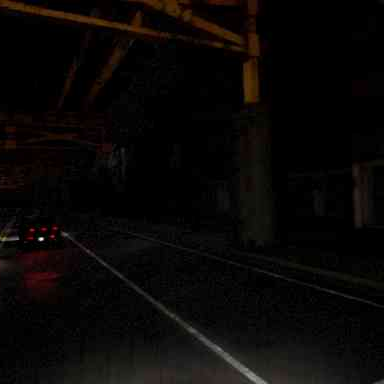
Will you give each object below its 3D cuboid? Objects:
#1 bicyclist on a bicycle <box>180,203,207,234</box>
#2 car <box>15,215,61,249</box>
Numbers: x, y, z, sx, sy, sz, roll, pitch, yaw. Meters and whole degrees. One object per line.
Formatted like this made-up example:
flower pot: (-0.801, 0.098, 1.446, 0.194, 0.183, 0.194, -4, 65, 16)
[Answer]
bicyclist on a bicycle: (0.066, 1.389, 17.523, 1.656, 1.620, 0.582, -3, 0, -27)
car: (-7.999, 1.953, 17.349, 1.837, 1.490, 4.892, -2, 0, -27)
